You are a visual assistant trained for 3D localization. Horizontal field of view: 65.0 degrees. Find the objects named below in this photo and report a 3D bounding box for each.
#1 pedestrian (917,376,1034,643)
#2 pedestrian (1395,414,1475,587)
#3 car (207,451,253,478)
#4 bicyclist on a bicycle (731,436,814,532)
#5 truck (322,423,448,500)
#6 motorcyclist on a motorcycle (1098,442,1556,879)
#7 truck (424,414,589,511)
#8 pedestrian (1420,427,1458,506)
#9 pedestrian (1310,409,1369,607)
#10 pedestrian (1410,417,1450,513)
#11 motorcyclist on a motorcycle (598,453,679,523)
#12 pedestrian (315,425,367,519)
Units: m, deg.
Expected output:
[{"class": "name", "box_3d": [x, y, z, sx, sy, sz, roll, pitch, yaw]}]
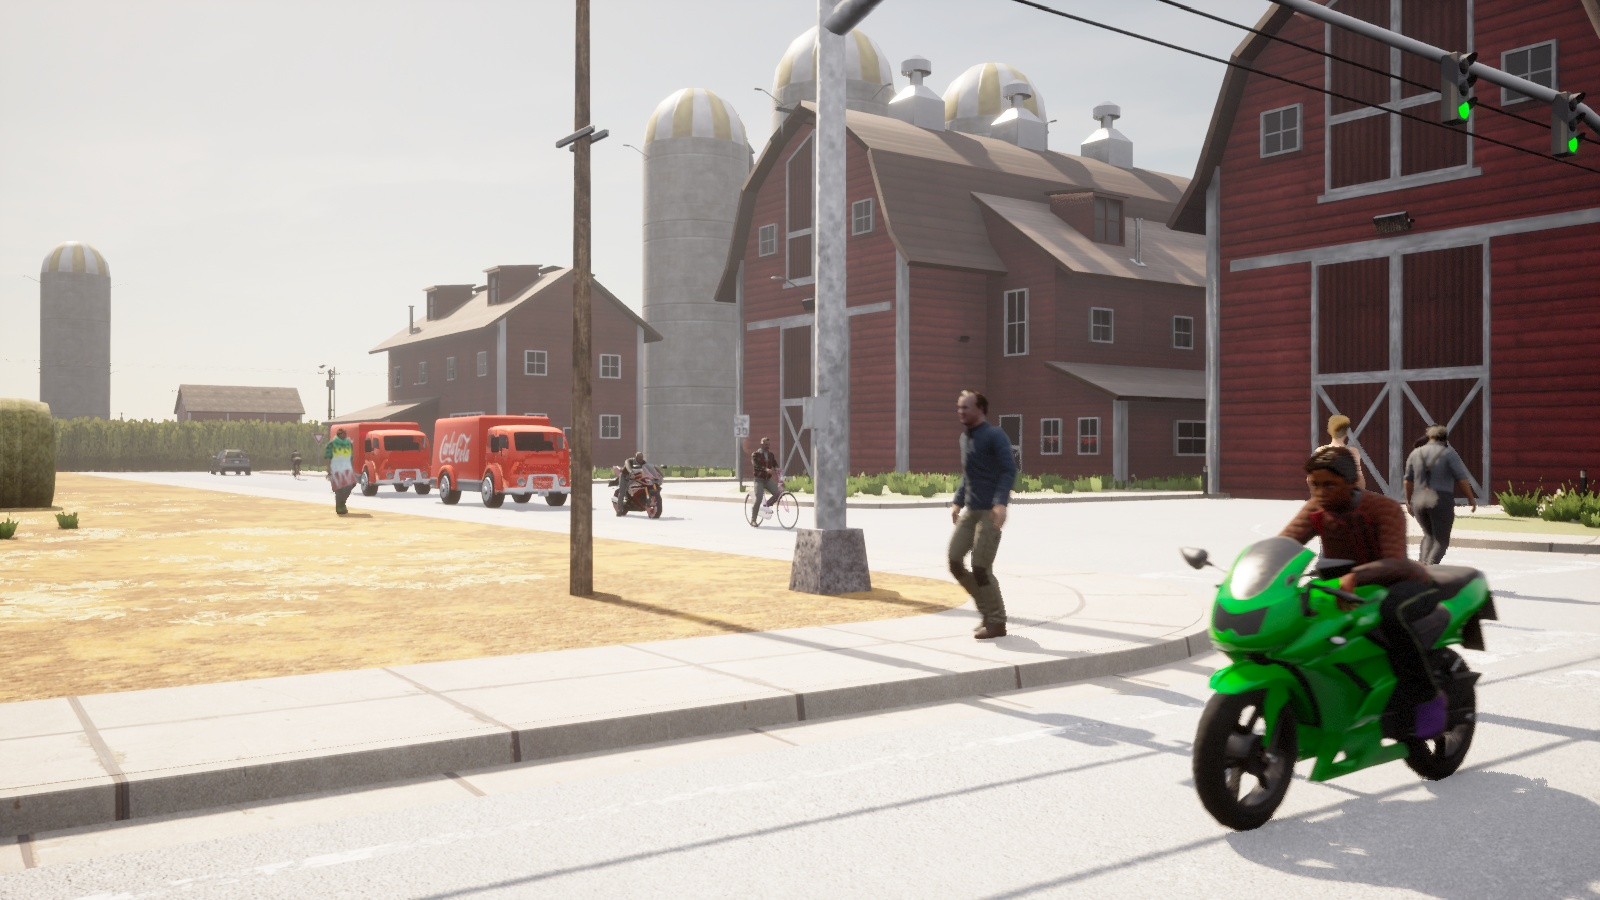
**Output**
[{"class": "pedestrian", "box_3d": [1.255, 0.410, 8.990, 0.726, 1.842, 0.402, 0, 0, -25]}, {"class": "pedestrian", "box_3d": [6.970, 0.539, 13.789, 0.694, 1.848, 0.540, 0, 0, -39]}, {"class": "car", "box_3d": [-35.932, 0.886, 79.134, 1.851, 1.617, 3.988, 0, 0, -36]}, {"class": "bicyclist on a bicycle", "box_3d": [-0.547, 0.644, 24.227, 0.659, 1.776, 1.843, 0, -1, -36]}, {"class": "truck", "box_3d": [-14.410, 0.350, 43.388, 2.627, 2.467, 5.204, -1, 1, -36]}, {"class": "motorcyclist on a motorcycle", "box_3d": [2.264, 0.735, 5.284, 2.044, 1.523, 0.797, 0, 0, -34]}, {"class": "truck", "box_3d": [-8.225, 0.334, 34.843, 2.627, 2.467, 5.204, 0, 0, -36]}, {"class": "pedestrian", "box_3d": [14.959, 0.382, 29.404, 0.354, 1.836, 0.706, 0, 0, -44]}, {"class": "pedestrian", "box_3d": [5.150, 0.537, 11.989, 0.345, 1.836, 0.594, 0, 0, 41]}, {"class": "pedestrian", "box_3d": [12.324, 0.291, 24.553, 0.634, 1.844, 0.899, 0, 0, 31]}, {"class": "motorcyclist on a motorcycle", "box_3d": [-3.696, 0.831, 28.585, 0.866, 1.530, 2.191, 0, 0, -36]}, {"class": "pedestrian", "box_3d": [-9.664, 0.455, 26.447, 0.873, 1.952, 0.659, 0, 0, 39]}]
